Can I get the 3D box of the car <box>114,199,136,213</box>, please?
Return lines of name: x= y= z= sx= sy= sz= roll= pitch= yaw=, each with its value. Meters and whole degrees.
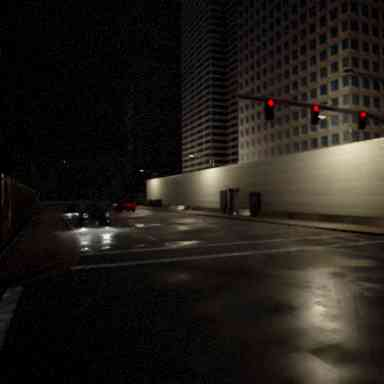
car: x=-9.832 y=1.990 z=49.373 sx=2.150 sy=2.045 sz=5.566 roll=0 pitch=-1 yaw=-21

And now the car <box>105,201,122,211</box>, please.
car: x=-13.931 y=2.428 z=58.789 sx=2.128 sy=1.511 sz=4.902 roll=0 pitch=-1 yaw=-23

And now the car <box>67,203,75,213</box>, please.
car: x=-17.570 y=2.379 z=49.477 sx=2.033 sy=1.411 sz=5.357 roll=0 pitch=-1 yaw=-23

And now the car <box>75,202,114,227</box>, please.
car: x=-7.891 y=1.778 z=26.671 sx=2.097 sy=1.767 sz=4.553 roll=0 pitch=-1 yaw=-23
